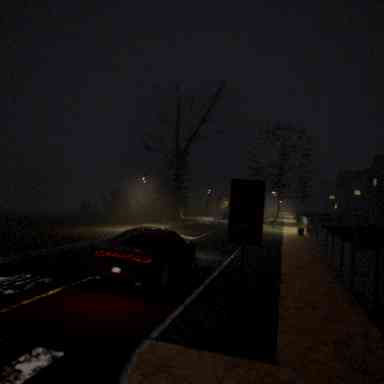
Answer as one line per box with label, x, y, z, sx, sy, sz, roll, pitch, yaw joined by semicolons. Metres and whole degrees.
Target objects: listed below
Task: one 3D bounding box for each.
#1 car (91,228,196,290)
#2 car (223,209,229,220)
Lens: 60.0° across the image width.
car;-1.254;1.908;10.790;1.882;1.535;5.008;4;-1;16
car;5.527;3.088;45.591;2.033;1.411;5.357;4;-1;16
